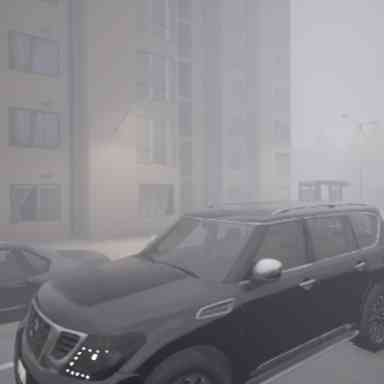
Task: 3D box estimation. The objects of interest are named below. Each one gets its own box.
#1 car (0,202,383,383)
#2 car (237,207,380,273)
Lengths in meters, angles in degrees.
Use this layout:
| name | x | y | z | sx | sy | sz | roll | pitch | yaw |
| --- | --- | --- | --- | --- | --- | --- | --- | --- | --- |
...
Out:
| name | x | y | z | sx | sy | sz | roll | pitch | yaw |
| --- | --- | --- | --- | --- | --- | --- | --- | --- | --- |
| car | 0.746 | 1.195 | 4.539 | 5.566 | 2.045 | 2.150 | -1 | 0 | -36 |
| car | 4.072 | 1.403 | 11.252 | 4.902 | 1.511 | 2.128 | -1 | 0 | -36 |
